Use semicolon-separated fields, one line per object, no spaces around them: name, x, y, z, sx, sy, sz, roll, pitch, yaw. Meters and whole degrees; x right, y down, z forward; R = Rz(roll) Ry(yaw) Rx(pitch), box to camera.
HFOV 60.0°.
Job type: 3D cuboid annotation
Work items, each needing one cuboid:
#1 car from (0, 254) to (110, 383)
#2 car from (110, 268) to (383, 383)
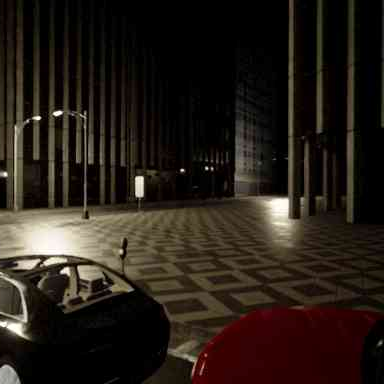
car;-2.308;1.550;4.584;4.403;1.369;2.008;0;0;35
car;2.213;1.315;1.407;5.009;1.841;2.192;0;0;35
